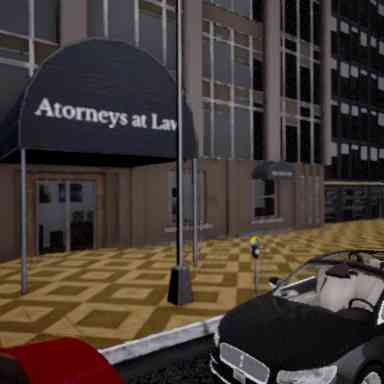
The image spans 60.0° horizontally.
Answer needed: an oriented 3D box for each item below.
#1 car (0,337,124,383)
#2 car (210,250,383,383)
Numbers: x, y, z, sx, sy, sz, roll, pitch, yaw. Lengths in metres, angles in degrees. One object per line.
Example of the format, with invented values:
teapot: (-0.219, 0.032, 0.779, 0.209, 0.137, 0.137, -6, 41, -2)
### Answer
car: (-2.394, 1.539, 1.184, 4.507, 1.381, 1.887, 0, 0, -35)
car: (2.238, 1.545, 4.478, 4.403, 1.369, 2.008, 0, 0, -35)
